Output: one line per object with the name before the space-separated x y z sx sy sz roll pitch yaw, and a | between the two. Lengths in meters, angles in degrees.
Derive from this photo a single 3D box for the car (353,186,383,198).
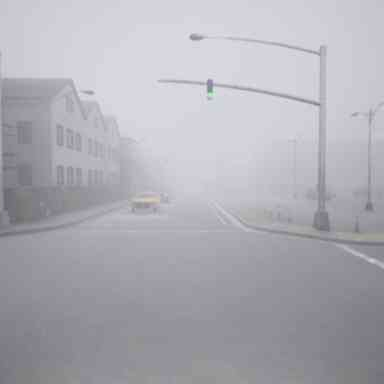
car | 25.515 -0.053 48.302 2.152 1.636 5.027 0 2 0

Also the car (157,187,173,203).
car | -3.567 0.289 36.684 2.097 1.767 4.553 0 2 0

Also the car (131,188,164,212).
car | -3.583 0.693 26.663 1.882 1.535 5.008 0 2 0

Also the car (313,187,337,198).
car | 19.098 0.037 47.968 1.970 1.475 3.806 0 2 0

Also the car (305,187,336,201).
car | 15.450 0.301 40.916 2.007 1.523 4.514 0 2 0
